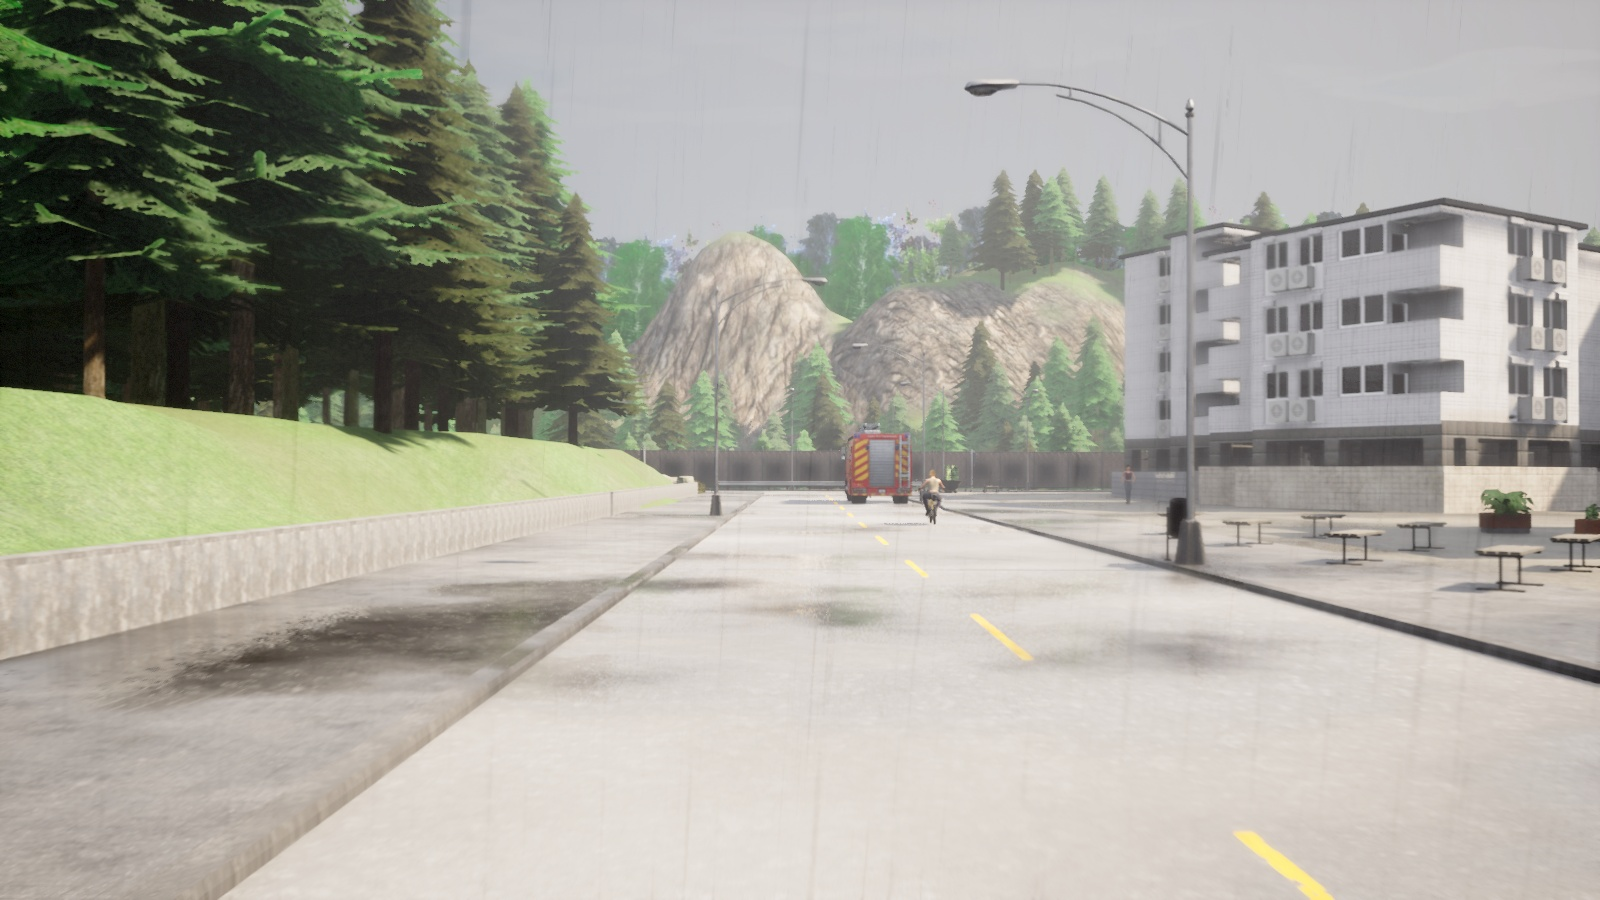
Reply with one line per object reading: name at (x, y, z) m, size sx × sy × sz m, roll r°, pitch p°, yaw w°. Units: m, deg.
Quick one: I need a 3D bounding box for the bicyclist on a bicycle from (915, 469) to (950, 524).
bicyclist on a bicycle at (3.919, 1.360, 37.300) m, size 0.866 × 1.612 × 1.509 m, roll 0°, pitch -1°, yaw 0°

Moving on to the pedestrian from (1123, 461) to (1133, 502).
pedestrian at (14.891, 1.419, 57.011) m, size 0.345 × 1.836 × 0.594 m, roll 0°, pitch -1°, yaw 9°

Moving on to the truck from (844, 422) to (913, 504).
truck at (3.848, 0.696, 63.542) m, size 2.891 × 3.827 × 8.468 m, roll 0°, pitch -1°, yaw 0°
